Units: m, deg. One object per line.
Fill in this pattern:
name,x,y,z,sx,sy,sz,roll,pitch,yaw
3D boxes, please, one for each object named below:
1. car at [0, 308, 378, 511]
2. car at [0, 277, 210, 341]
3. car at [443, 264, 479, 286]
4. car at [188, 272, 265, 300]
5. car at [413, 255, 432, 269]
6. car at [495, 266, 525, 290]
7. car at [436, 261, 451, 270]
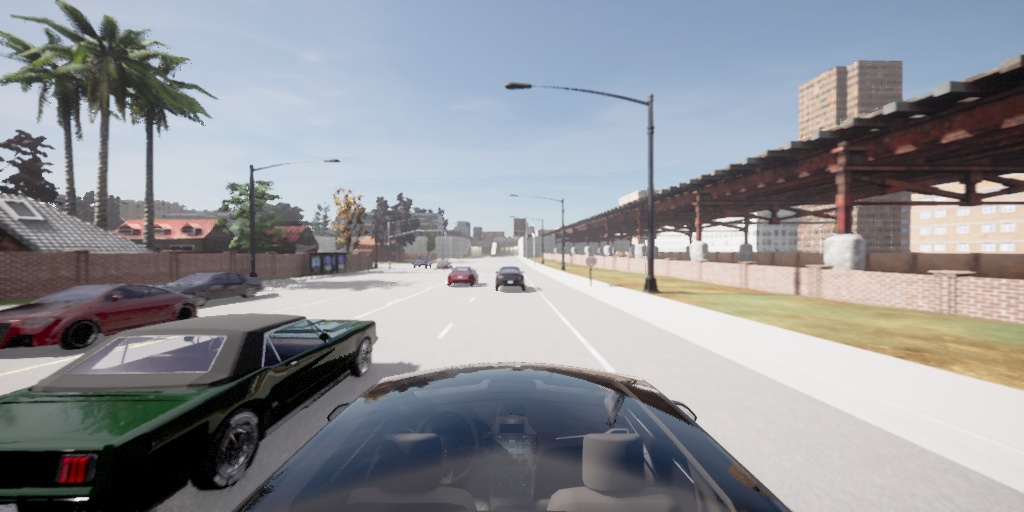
car,-3.359,1.388,4.520,1.895,1.301,4.718,0,0,-1
car,-10.659,1.423,9.302,1.994,1.385,4.181,0,0,-1
car,-3.672,1.478,27.332,1.994,1.385,4.181,0,0,-1
car,-14.249,1.473,16.967,2.033,1.411,5.357,0,0,-1
car,-14.652,0.912,58.964,2.150,2.045,5.566,0,0,-1
car,-0.127,1.396,23.439,1.812,1.442,4.674,0,0,-1
car,-11.149,1.476,58.892,1.812,1.442,4.674,0,0,-1
